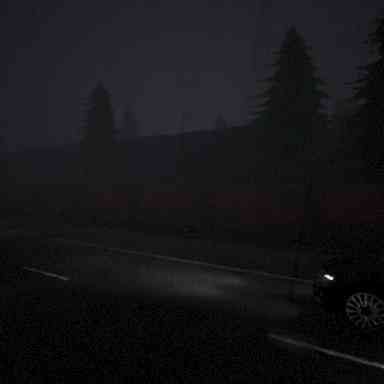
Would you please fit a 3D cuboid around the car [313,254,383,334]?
[{"bbox_3d":[4.469,1.503,5.103,4.902,1.511,2.128,1,1,35],"label":"car"}]
